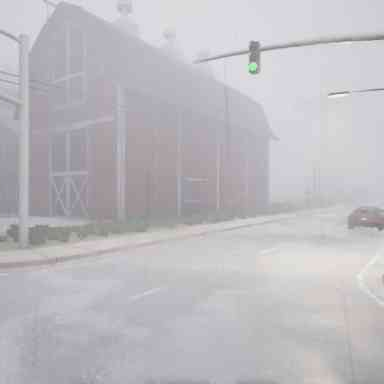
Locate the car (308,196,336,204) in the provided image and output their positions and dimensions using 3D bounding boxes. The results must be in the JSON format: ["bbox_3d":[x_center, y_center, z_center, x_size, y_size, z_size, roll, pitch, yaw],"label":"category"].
[{"bbox_3d":[21.892,1.481,56.475,4.892,1.490,1.837,0,0,40],"label":"car"}]

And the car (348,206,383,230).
[{"bbox_3d":[11.396,1.579,21.328,1.994,1.385,4.181,0,0,36],"label":"car"}]
